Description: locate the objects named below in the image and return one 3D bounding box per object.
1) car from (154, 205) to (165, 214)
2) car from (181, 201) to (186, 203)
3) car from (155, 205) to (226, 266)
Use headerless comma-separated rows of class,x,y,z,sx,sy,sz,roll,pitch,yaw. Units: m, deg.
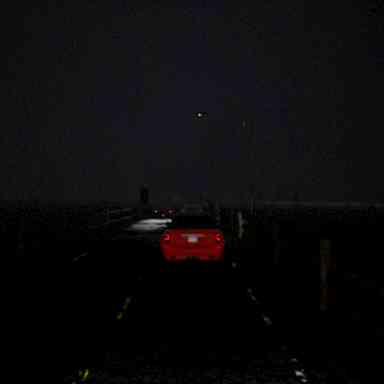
car,-2.800,2.023,34.765,1.895,1.301,4.718,0,-1,0
car,0.038,1.816,28.037,1.882,1.535,5.008,0,-1,1
car,0.038,1.496,12.291,2.097,1.767,4.553,0,-1,0
